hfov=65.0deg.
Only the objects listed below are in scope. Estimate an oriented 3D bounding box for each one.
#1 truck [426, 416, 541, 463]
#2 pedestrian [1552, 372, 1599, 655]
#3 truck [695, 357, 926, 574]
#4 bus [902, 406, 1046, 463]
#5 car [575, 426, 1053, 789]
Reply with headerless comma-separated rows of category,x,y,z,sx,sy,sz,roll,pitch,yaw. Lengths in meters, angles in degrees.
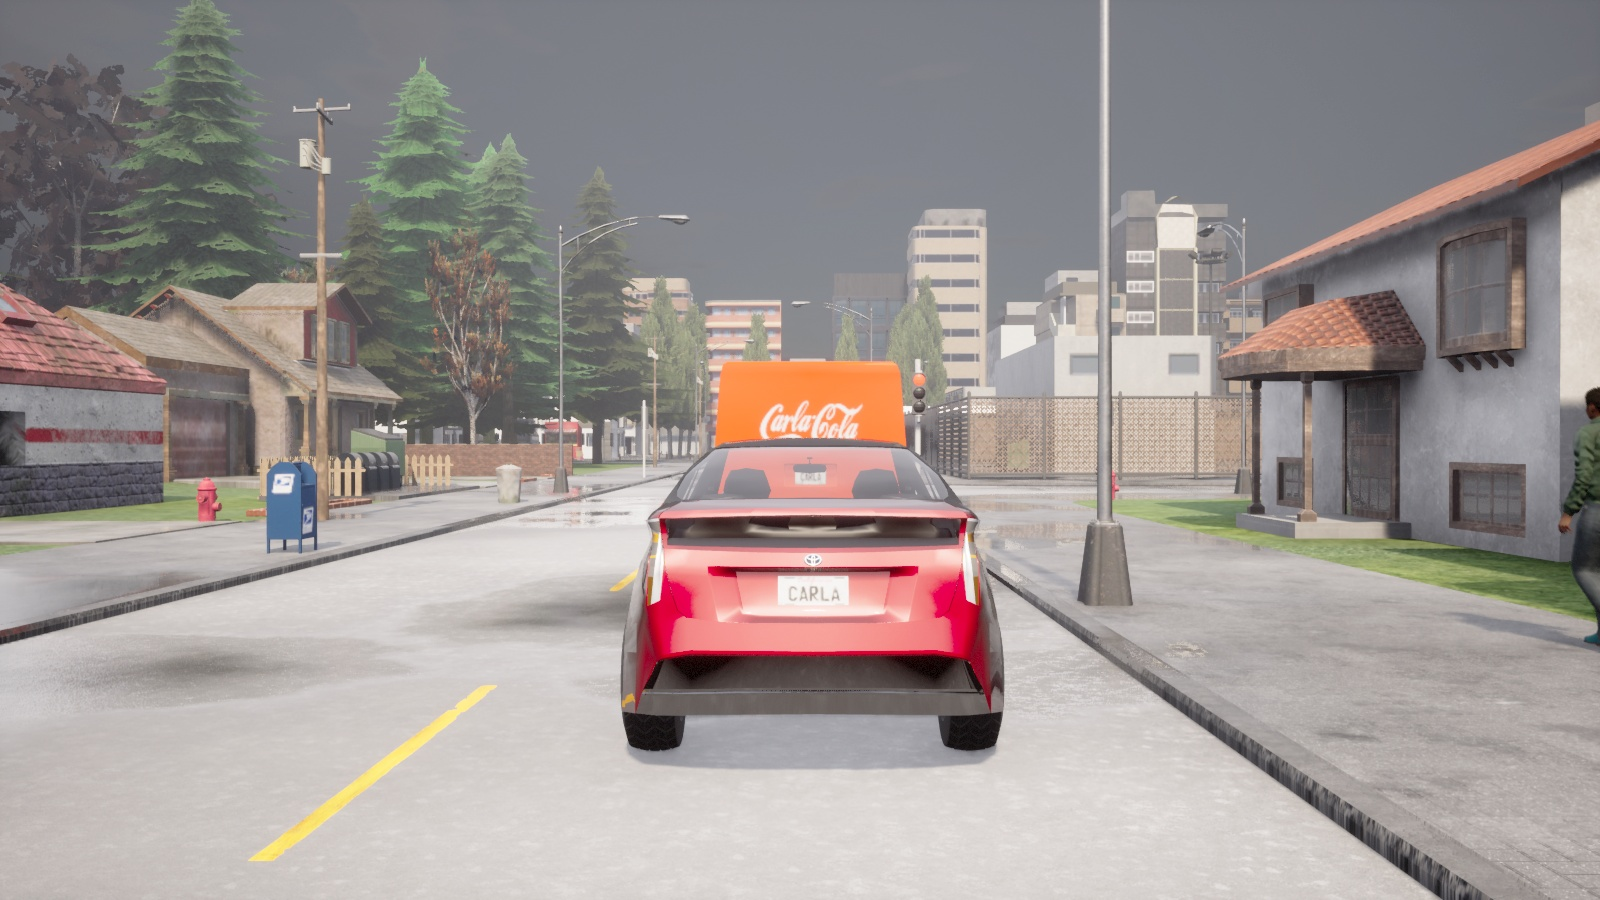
truck,-23.756,-0.788,94.488,7.936,3.462,2.891,0,0,2
pedestrian,5.394,0.413,8.381,0.353,1.847,0.614,0,0,-3
truck,0.118,0.164,16.898,2.627,2.467,5.204,0,0,0
bus,12.958,-1.152,94.425,10.273,4.253,3.944,0,0,0
car,0.061,0.651,7.533,2.007,1.525,4.514,0,0,0
